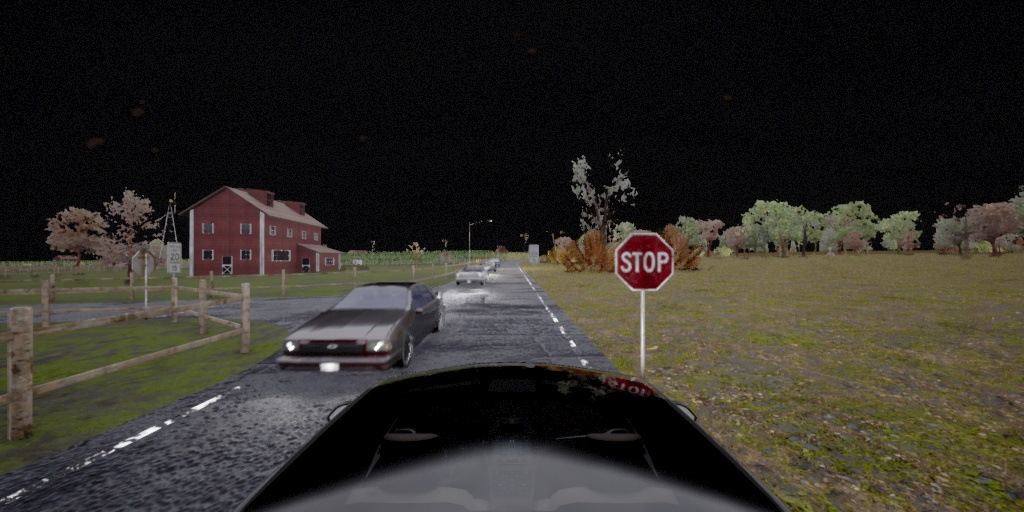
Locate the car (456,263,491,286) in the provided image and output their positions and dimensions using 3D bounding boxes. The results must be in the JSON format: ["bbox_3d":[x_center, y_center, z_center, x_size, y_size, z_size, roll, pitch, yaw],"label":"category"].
[{"bbox_3d":[-2.798,1.357,25.488,1.895,1.301,4.718,0,0,0],"label":"car"}]

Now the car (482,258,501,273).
[{"bbox_3d":[-2.837,1.257,43.542,2.128,1.511,4.902,0,0,0],"label":"car"}]

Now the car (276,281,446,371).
[{"bbox_3d":[-2.764,1.298,8.089,2.033,1.411,5.357,0,0,0],"label":"car"}]

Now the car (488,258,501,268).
[{"bbox_3d":[-2.871,1.100,60.176,1.882,1.535,5.008,0,0,0],"label":"car"}]
